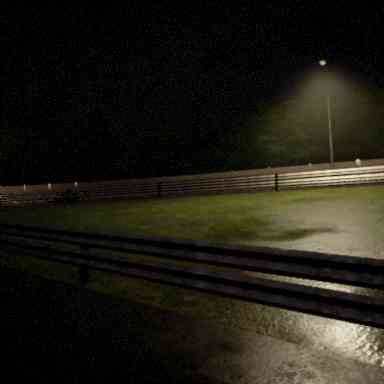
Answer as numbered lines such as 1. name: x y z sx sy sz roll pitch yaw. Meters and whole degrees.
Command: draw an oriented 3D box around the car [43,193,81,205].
1. car: -15.910 0.792 40.649 4.892 1.490 1.837 -4 -2 19
